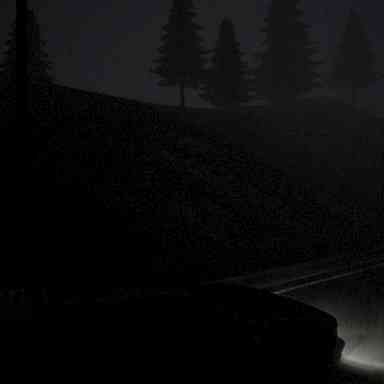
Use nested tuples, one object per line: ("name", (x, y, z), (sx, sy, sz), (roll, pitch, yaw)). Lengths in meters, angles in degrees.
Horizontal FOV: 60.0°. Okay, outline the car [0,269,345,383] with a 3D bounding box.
("car", (-0.773, 1.545, 3.196), (5.357, 1.411, 2.033), (0, 0, -36))
